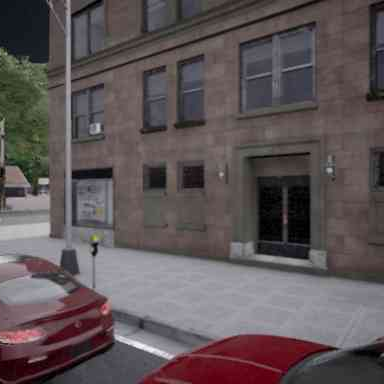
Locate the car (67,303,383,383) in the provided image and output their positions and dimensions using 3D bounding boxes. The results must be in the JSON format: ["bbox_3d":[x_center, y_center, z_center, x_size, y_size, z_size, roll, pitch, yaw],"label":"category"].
[{"bbox_3d":[1.563,1.543,1.694,4.507,1.381,1.887,0,0,36],"label":"car"}]

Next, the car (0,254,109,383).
[{"bbox_3d":[-2.927,1.595,4.901,4.206,1.307,1.802,0,0,36],"label":"car"}]
